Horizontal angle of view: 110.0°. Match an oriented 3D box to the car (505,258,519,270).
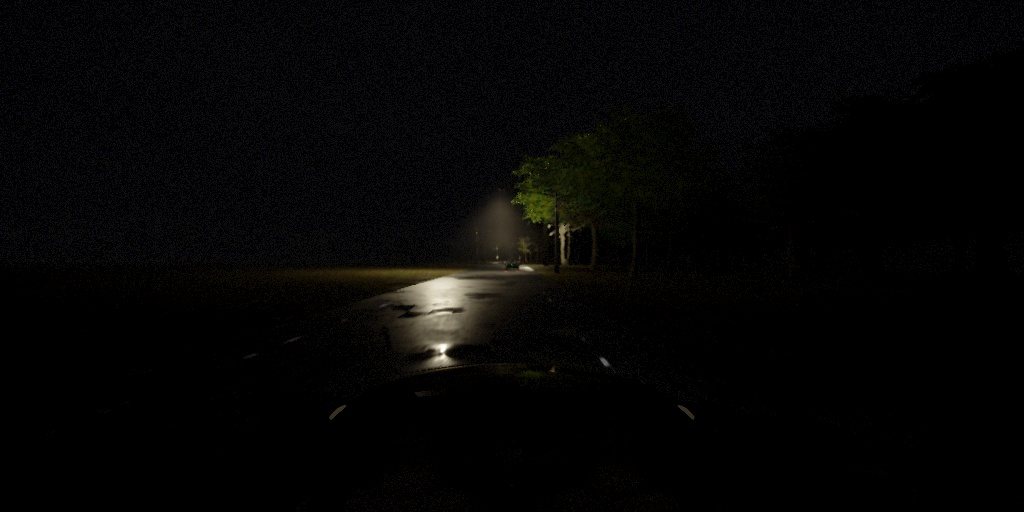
[{"bbox_3d":[0.025,1.302,55.744,2.097,1.767,4.553,0,0,0],"label":"car"}]
